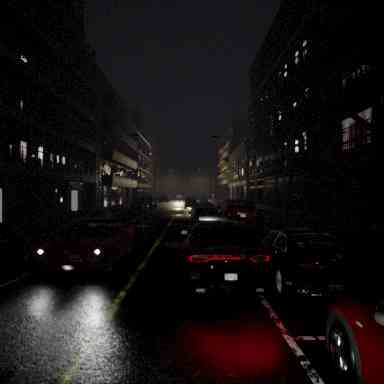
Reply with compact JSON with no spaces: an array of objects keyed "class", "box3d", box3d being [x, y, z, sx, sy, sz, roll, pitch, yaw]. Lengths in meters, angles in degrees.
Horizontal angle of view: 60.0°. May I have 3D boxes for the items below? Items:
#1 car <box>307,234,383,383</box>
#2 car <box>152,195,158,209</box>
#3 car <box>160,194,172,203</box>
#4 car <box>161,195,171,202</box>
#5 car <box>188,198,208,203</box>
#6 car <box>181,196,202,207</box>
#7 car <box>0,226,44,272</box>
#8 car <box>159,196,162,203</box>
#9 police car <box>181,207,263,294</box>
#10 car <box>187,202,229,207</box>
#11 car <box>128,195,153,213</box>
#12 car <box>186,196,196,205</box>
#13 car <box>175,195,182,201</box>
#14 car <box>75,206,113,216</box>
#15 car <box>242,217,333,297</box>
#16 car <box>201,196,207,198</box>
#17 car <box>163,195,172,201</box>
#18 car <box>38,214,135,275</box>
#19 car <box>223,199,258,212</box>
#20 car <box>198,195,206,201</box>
[{"class":"car","box3d":[2.684,1.440,2.729,1.967,1.590,4.097,0,0,0]},{"class":"car","box3d":[-5.801,1.309,42.165,2.192,1.841,5.009,0,0,0]},{"class":"car","box3d":[-5.876,1.299,70.347,2.192,1.841,5.009,0,0,0]},{"class":"car","box3d":[-5.892,1.422,75.982,1.967,1.590,4.097,0,0,0]},{"class":"car","box3d":[0.833,1.476,24.857,1.882,1.535,5.008,0,0,0]},{"class":"car","box3d":[-0.114,1.541,45.138,2.033,1.411,5.357,0,0,0]},{"class":"car","box3d":[-5.712,1.566,8.345,1.947,1.339,4.313,0,0,0]},{"class":"car","box3d":[-5.818,1.574,47.802,1.802,1.307,4.206,0,0,0]},{"class":"police car","box3d":[0.731,1.425,8.963,1.930,1.638,5.238,0,0,0]},{"class":"car","box3d":[0.783,1.525,18.852,1.812,1.442,4.674,0,0,0]},{"class":"car","box3d":[-5.787,1.435,36.529,1.967,1.590,4.097,0,0,0]},{"class":"car","box3d":[-0.159,1.514,59.402,1.812,1.442,4.674,0,0,0]},{"class":"car","box3d":[-3.228,1.525,84.959,2.033,1.411,5.357,0,0,0]},{"class":"car","box3d":[-5.741,1.524,19.449,1.752,1.417,4.829,0,0,0]},{"class":"car","box3d":[2.669,1.551,8.364,2.008,1.369,4.403,0,0,0]},{"class":"car","box3d":[2.503,1.509,70.535,1.752,1.417,4.829,0,0,0]},{"class":"car","box3d":[-5.907,1.524,81.620,1.887,1.381,4.507,0,0,0]},{"class":"car","box3d":[-3.129,1.601,10.581,1.895,1.301,4.718,0,0,0]},{"class":"car","box3d":[2.640,1.314,19.638,2.192,1.841,5.009,0,0,0]},{"class":"car","box3d":[2.473,1.524,81.638,1.887,1.381,4.507,0,0,0]}]
